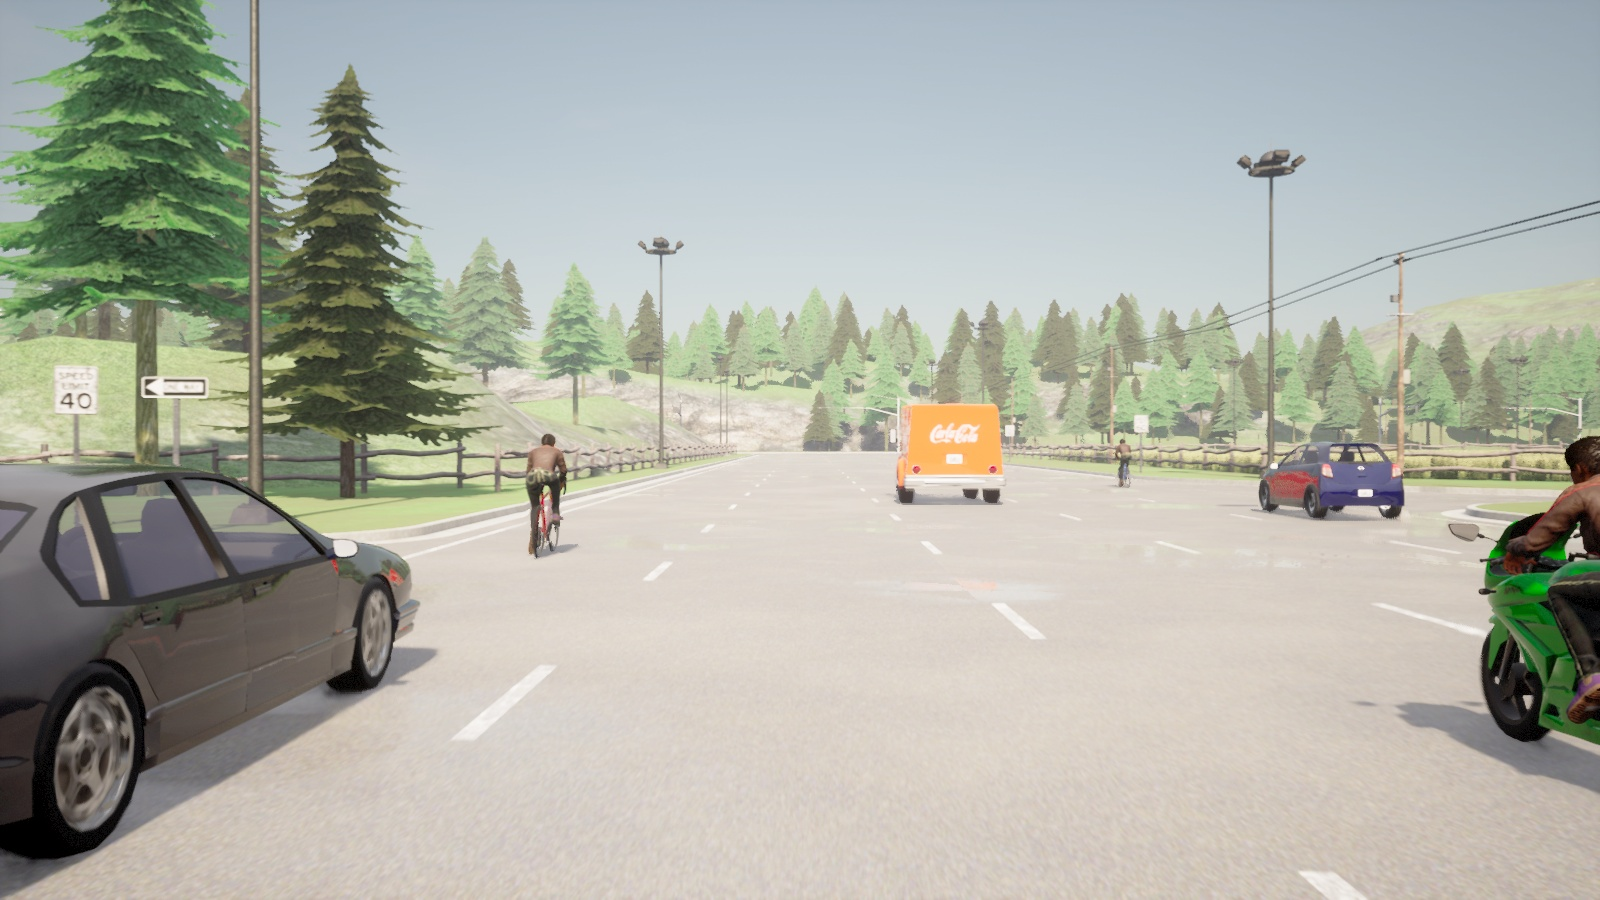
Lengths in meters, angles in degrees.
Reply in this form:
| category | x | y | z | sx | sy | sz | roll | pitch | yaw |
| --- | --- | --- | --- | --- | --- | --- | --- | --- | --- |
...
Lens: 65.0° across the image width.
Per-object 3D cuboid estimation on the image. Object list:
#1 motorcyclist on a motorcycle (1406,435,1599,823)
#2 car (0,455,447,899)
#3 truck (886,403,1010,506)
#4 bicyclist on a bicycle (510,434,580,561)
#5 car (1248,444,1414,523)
| category | x | y | z | sx | sy | sz | roll | pitch | yaw |
| --- | --- | --- | --- | --- | --- | --- | --- | --- | --- |
| motorcyclist on a motorcycle | 3.547 | 0.700 | 5.507 | 0.797 | 1.523 | 2.044 | 0 | 0 | 0 |
| car | -3.451 | 0.758 | 5.930 | 2.033 | 1.411 | 5.357 | 0 | 0 | 0 |
| truck | 3.699 | 0.083 | 32.565 | 2.627 | 2.467 | 5.204 | 0 | 1 | 0 |
| bicyclist on a bicycle | -3.390 | 0.602 | 16.805 | 0.582 | 1.620 | 1.656 | 0 | 0 | 0 |
| car | 10.659 | 0.625 | 25.492 | 1.845 | 1.501 | 3.633 | 0 | 0 | 0 |
